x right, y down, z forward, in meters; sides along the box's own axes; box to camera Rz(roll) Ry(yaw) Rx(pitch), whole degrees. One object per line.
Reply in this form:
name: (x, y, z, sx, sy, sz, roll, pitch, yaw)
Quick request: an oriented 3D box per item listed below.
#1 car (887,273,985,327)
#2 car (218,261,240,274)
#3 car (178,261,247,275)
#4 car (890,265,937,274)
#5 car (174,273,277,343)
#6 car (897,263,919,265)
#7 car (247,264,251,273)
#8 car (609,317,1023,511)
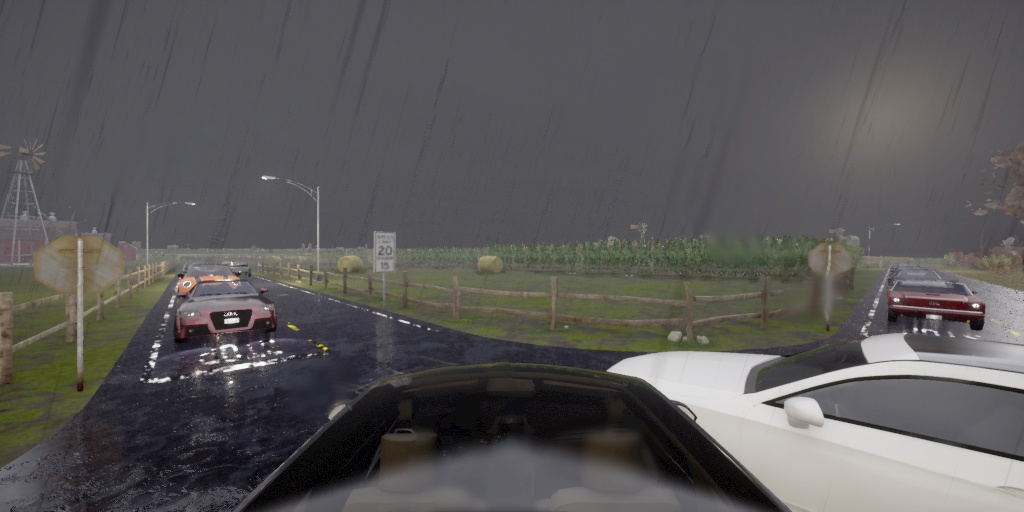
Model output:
car: (13.449, 1.402, 11.574, 4.718, 1.301, 1.895, 0, 1, -43)
car: (-33.969, 1.313, 42.975, 1.837, 1.490, 4.892, 0, 0, -42)
car: (-13.816, 1.143, 16.413, 2.097, 1.767, 4.553, 0, 0, -42)
car: (20.485, 1.369, 18.182, 5.357, 1.411, 2.033, 0, 1, -43)
car: (-8.000, 1.356, 9.965, 1.994, 1.385, 4.181, 0, 0, -43)
car: (27.201, 1.409, 24.479, 4.181, 1.385, 1.994, 0, 1, -43)
car: (-27.201, 1.290, 35.559, 2.128, 1.511, 4.902, 0, 0, -42)
car: (2.827, 1.294, 2.446, 1.812, 1.442, 4.674, 0, 1, -44)
